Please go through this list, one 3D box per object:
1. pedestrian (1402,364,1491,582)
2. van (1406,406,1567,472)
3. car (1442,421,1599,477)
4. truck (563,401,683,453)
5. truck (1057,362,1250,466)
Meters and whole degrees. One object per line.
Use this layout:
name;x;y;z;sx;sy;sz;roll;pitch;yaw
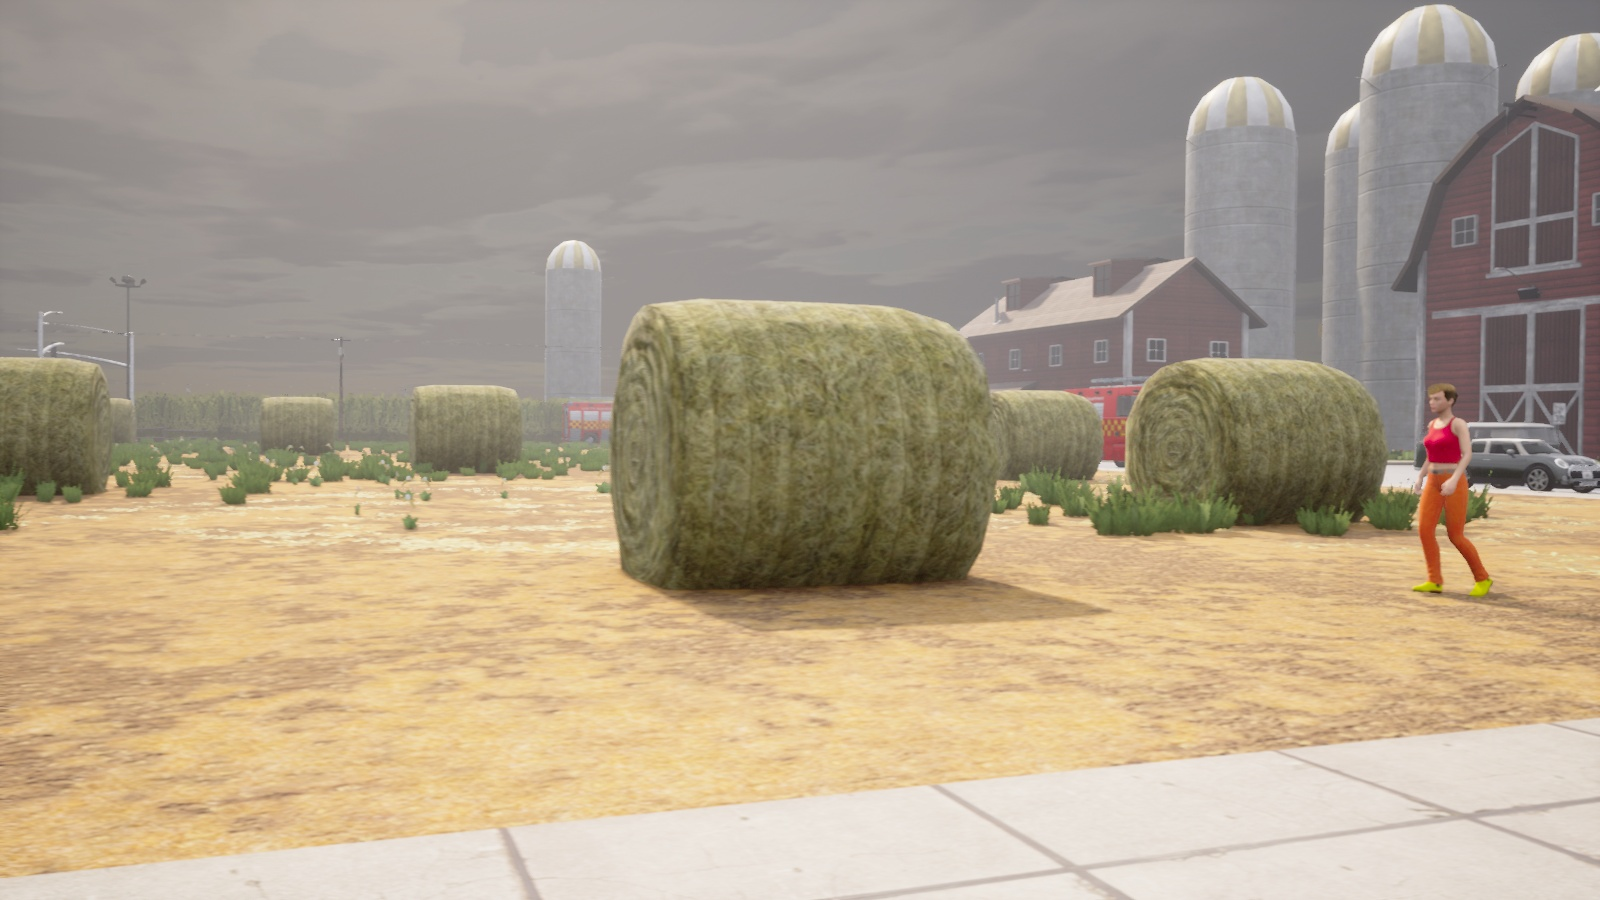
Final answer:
pedestrian;5.557;0.188;10.797;0.594;1.836;0.345;-1;1;-12
van;22.010;-0.372;40.465;1.775;1.987;4.442;-1;1;-22
car;20.341;-0.056;35.231;1.970;1.475;3.806;-1;1;-22
truck;-13.355;-1.762;94.666;8.468;3.827;2.891;-1;1;-21
truck;14.058;-1.391;50.850;2.891;3.827;8.468;-2;1;-22
